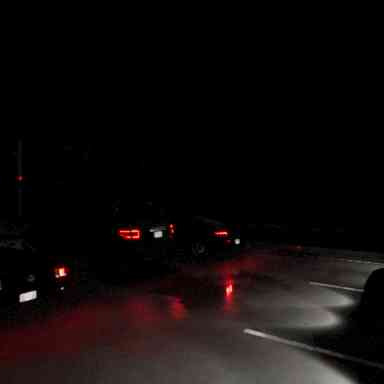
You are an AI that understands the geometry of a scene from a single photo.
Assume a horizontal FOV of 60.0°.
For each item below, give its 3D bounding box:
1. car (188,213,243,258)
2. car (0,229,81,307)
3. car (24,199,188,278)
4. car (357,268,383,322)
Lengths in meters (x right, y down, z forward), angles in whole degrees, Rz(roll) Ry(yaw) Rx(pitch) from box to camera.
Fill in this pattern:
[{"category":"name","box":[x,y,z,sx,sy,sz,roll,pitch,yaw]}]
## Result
[{"category":"car","box":[-0.309,1.529,12.749,4.674,1.442,1.812,0,0,36]},{"category":"car","box":[-4.766,1.604,7.335,4.718,1.301,1.895,0,0,36]},{"category":"car","box":[-3.071,1.225,10.429,5.566,2.045,2.150,0,0,36]},{"category":"car","box":[5.300,1.547,4.514,5.357,1.411,2.033,0,0,35]}]
